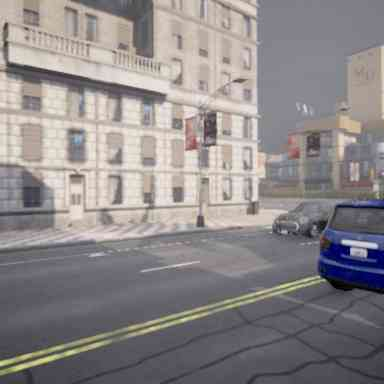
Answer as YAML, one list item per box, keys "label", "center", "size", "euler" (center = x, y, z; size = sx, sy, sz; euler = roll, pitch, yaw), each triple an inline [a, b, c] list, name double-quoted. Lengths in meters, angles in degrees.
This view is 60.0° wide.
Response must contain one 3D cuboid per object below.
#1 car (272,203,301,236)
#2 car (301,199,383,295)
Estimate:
- label: "car"
  center: [6.218, 1.318, 17.188]
  size: [4.553, 1.767, 2.097]
  euler: [-1, 0, -36]
- label: "car"
  center: [5.175, 1.166, 7.606]
  size: [5.566, 2.045, 2.150]
  euler: [-1, 0, -36]
